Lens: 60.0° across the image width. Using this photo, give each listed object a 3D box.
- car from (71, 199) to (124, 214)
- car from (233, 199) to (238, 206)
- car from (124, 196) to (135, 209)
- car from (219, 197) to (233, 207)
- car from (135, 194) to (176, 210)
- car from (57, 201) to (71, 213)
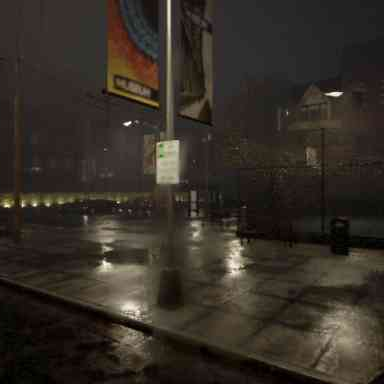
[{"bbox_3d":[-9.960,1.518,35.376,1.837,1.490,4.892,0,0,35],"label":"car"},{"bbox_3d":[8.470,1.610,49.322,1.895,1.301,4.718,0,0,35],"label":"car"},{"bbox_3d":[-7.505,1.367,44.962,2.097,1.767,4.553,0,0,35],"label":"car"},{"bbox_3d":[5.479,1.536,51.158,1.812,1.442,4.674,0,0,35],"label":"car"},{"bbox_3d":[-4.398,1.234,43.293,2.150,2.045,5.566,0,0,35],"label":"car"},{"bbox_3d":[-12.748,1.507,37.497,2.128,1.511,4.902,0,0,35],"label":"car"}]
